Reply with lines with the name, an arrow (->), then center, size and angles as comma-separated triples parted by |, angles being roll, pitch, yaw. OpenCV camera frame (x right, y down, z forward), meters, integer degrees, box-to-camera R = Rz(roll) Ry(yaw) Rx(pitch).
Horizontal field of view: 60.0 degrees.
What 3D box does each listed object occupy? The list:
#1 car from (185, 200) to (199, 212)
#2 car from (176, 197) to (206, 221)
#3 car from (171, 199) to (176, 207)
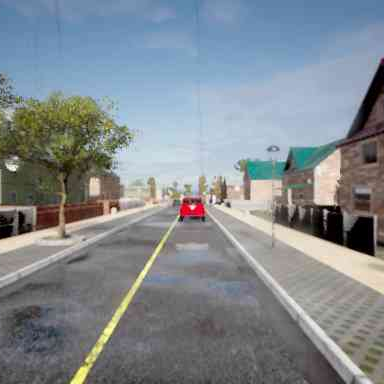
car -> 0.064, 1.897, 44.642 | 1.812, 1.442, 4.674 | 0, 0, 0
car -> 0.058, 1.434, 29.367 | 2.150, 2.045, 5.566 | 0, -1, 1
car -> -2.743, 2.109, 62.400 | 1.837, 1.490, 4.892 | 0, -1, 0
